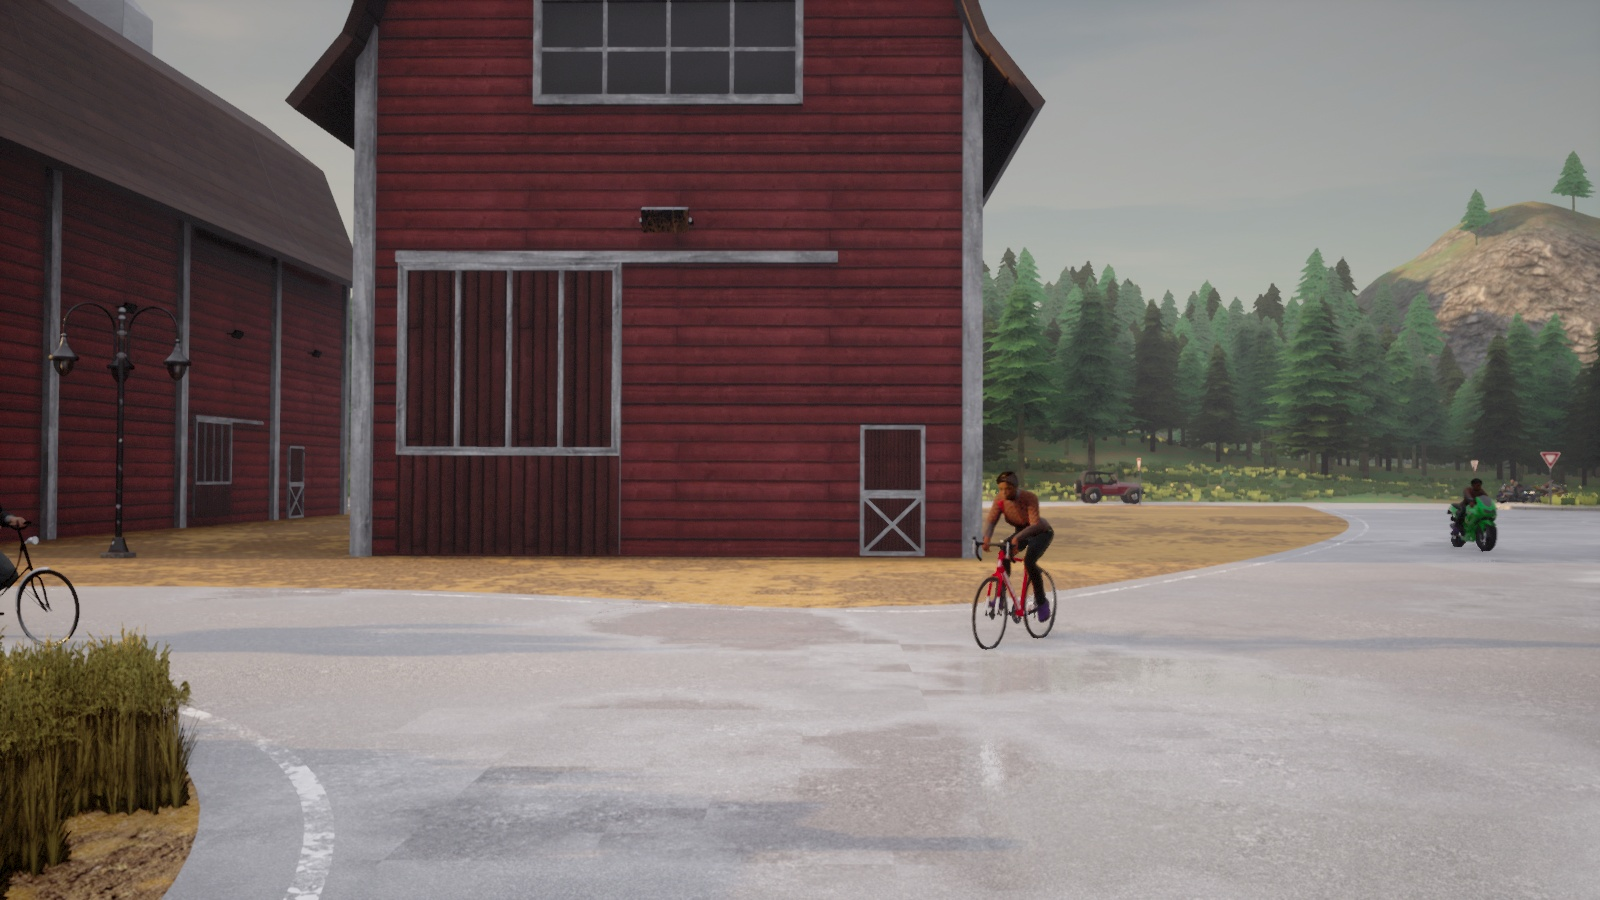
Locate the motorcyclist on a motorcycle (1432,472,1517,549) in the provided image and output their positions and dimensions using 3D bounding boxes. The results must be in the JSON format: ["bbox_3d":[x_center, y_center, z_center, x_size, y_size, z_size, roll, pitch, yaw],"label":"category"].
[{"bbox_3d":[14.164,1.234,26.432,0.797,1.523,2.044,2,-1,5],"label":"motorcyclist on a motorcycle"}]

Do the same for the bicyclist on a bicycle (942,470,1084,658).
[{"bbox_3d":[2.020,1.006,11.757,0.582,1.620,1.656,-1,-1,38],"label":"bicyclist on a bicycle"}]

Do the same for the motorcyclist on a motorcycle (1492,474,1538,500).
[{"bbox_3d":[42.291,2.171,74.319,2.191,1.530,0.866,0,-1,2],"label":"motorcyclist on a motorcycle"}]

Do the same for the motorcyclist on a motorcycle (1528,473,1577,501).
[{"bbox_3d":[42.438,2.095,70.814,2.191,1.530,0.866,0,-1,2],"label":"motorcyclist on a motorcycle"}]

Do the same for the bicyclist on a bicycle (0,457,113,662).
[{"bbox_3d":[-7.295,0.967,11.405,1.843,1.776,0.659,-1,-1,10],"label":"bicyclist on a bicycle"}]

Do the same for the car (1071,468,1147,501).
[{"bbox_3d":[17.593,1.964,71.556,3.866,1.878,1.905,0,-1,2],"label":"car"}]
